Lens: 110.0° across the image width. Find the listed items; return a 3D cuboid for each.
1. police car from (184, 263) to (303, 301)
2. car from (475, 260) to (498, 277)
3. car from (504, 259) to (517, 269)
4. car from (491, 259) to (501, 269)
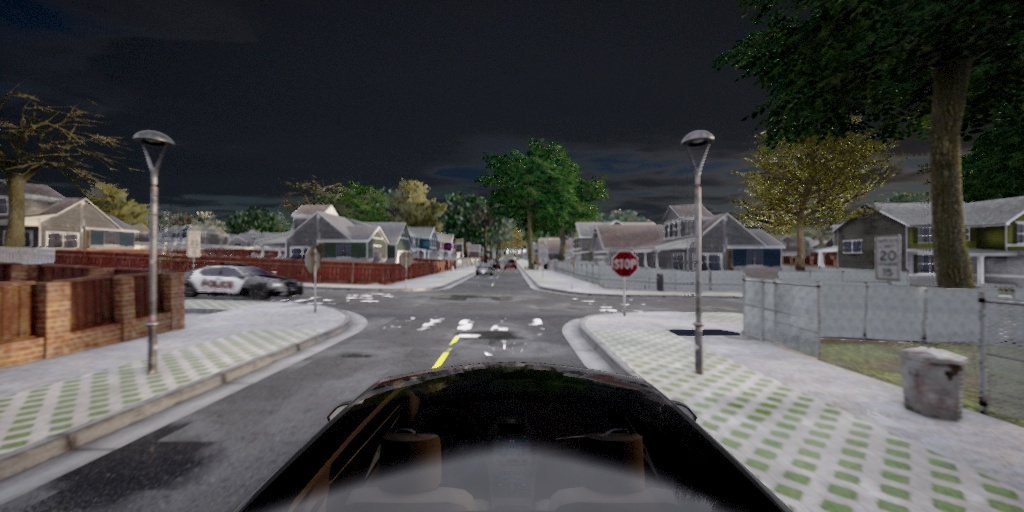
[{"bbox_3d":[-11.935,1.108,15.755,4.974,1.542,2.038,2,0,0],"label":"police car"},{"bbox_3d":[-2.981,1.468,39.817,2.128,1.511,4.902,0,0,0],"label":"car"},{"bbox_3d":[-0.220,1.326,60.485,2.097,1.767,4.553,0,0,0],"label":"car"},{"bbox_3d":[-3.008,1.325,60.595,2.097,1.767,4.553,0,0,0],"label":"car"}]
